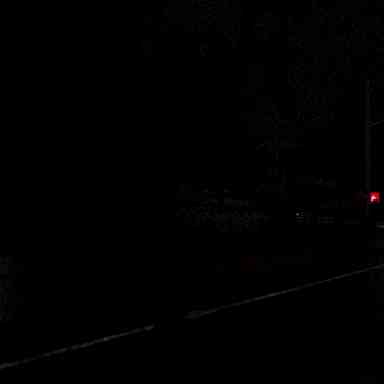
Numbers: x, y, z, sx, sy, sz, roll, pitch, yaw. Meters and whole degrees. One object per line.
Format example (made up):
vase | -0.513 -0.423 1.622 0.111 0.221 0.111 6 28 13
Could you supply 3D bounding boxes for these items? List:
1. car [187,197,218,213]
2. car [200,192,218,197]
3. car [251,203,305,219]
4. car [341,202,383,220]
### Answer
car | 1.437 1.579 37.289 1.994 1.385 4.181 0 0 -37
car | 5.034 1.113 92.368 1.932 1.855 4.605 0 0 -37
car | 7.495 1.616 29.269 1.895 1.301 4.718 0 0 -37
car | 14.380 1.507 26.354 2.128 1.511 4.902 0 0 -38
